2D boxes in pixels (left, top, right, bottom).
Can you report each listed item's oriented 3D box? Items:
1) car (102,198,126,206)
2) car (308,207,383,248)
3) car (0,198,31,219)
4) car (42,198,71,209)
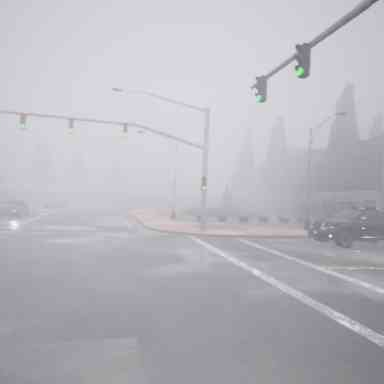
[{"bbox_3d":[-14.205,1.880,61.207,2.033,1.411,5.357,2,-1,22],"label":"car"},{"bbox_3d":[9.069,1.824,17.756,5.566,2.045,2.150,2,-1,-12],"label":"car"},{"bbox_3d":[-14.354,1.296,26.729,1.837,1.490,4.892,2,-1,-14],"label":"car"},{"bbox_3d":[-17.361,1.437,42.914,2.033,1.411,5.357,2,-1,-1],"label":"car"}]
